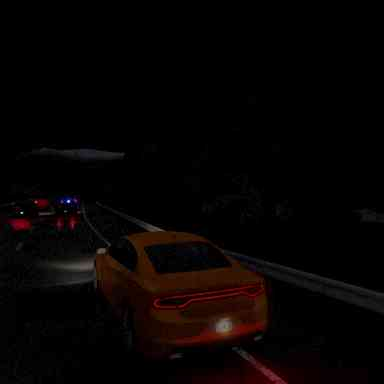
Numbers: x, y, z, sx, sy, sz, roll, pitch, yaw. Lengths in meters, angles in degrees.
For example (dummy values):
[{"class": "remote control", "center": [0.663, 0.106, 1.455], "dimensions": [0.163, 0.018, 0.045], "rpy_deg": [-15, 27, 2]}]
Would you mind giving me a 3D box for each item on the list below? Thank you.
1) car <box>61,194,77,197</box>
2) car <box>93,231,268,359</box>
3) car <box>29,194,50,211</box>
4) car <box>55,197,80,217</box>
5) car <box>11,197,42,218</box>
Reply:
[{"class": "car", "center": [-15.290, 1.221, 41.448], "dimensions": [2.150, 2.045, 5.566], "rpy_deg": [0, 0, -18]}, {"class": "car", "center": [-0.640, 1.478, 6.295], "dimensions": [1.882, 1.535, 5.008], "rpy_deg": [0, 0, -25]}, {"class": "car", "center": [-18.458, 1.221, 40.060], "dimensions": [2.150, 2.045, 5.566], "rpy_deg": [0, 0, -19]}, {"class": "car", "center": [-11.882, 1.491, 31.546], "dimensions": [2.128, 1.511, 4.902], "rpy_deg": [0, 0, -19]}, {"class": "car", "center": [-15.059, 1.505, 30.161], "dimensions": [1.837, 1.490, 4.892], "rpy_deg": [0, 0, -19]}]
